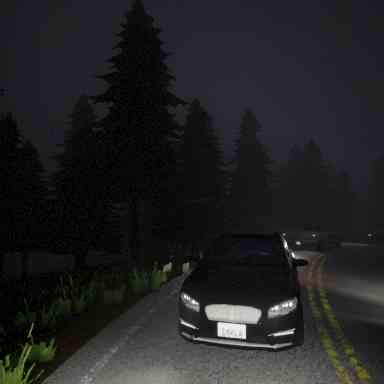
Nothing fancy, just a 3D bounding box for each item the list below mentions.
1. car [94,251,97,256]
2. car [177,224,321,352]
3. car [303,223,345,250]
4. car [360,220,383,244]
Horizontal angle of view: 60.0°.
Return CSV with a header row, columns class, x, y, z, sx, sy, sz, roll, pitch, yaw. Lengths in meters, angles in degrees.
class,x,y,z,sx,sy,sz,roll,pitch,yaw
car,-20.234,13.650,72.989,4.181,1.381,1.994,-2,-5,31
car,1.136,1.562,6.612,2.128,1.511,4.902,-1,-2,15
car,6.511,2.309,17.707,1.895,1.301,4.718,-3,-6,39
car,15.866,3.226,26.465,5.566,2.045,2.150,8,-8,-28
